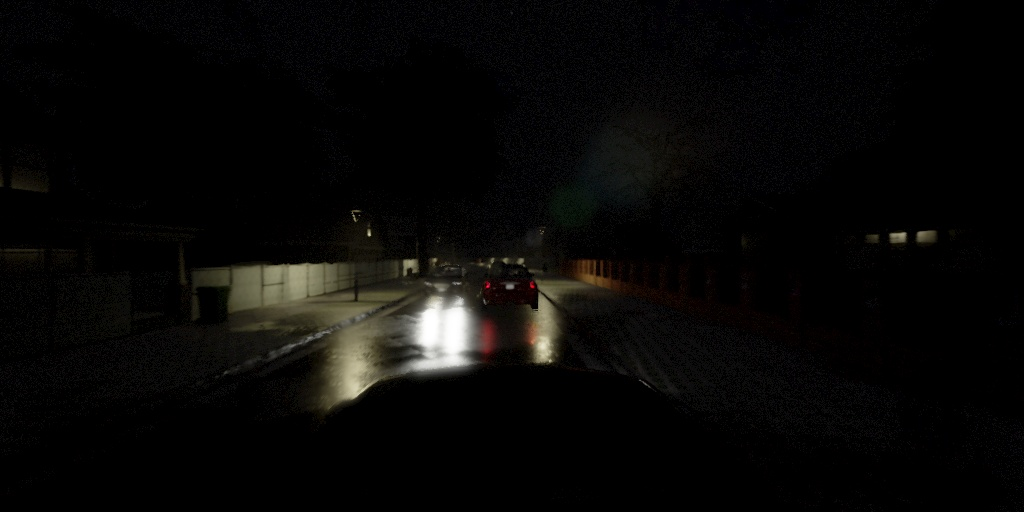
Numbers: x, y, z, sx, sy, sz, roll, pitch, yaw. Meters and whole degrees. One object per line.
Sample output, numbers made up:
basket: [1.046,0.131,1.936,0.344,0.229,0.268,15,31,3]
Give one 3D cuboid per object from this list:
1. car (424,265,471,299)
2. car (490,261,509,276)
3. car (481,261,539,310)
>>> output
car: [-3.171,1.242,18.267,2.128,1.511,4.902,0,0,-2]
car: [-1.337,1.279,37.641,1.812,1.442,4.674,0,0,-4]
car: [-0.130,1.099,14.723,2.097,1.767,4.553,0,0,-2]
